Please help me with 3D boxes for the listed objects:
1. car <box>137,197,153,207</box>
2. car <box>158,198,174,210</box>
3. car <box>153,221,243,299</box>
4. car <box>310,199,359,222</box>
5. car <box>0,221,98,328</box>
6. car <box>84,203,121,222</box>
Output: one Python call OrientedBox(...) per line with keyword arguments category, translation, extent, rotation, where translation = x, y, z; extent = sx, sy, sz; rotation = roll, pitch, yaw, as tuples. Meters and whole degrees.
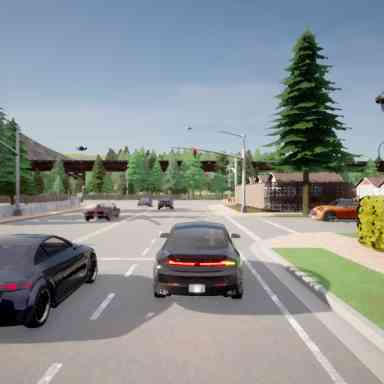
OrientedBox(category="car", translation=(-7.019, 1.526, 49.978), extent=(1.812, 1.442, 4.674), rotation=(0, 0, 0))
OrientedBox(category="car", translation=(-3.411, 1.505, 43.737), extent=(1.837, 1.490, 4.892), rotation=(0, 0, 0))
OrientedBox(category="car", translation=(0.193, 1.505, 8.465), extent=(1.837, 1.490, 4.892), rotation=(0, 0, 2))
OrientedBox(category="car", translation=(11.334, 1.313, 24.986), extent=(4.553, 1.767, 2.097), rotation=(0, 0, -1))
OrientedBox(category="car", translation=(-3.420, 1.564, 6.979), extent=(1.994, 1.385, 4.181), rotation=(0, 0, 0))
OrientedBox(category="car", translation=(-7.107, 1.601, 26.734), extent=(1.895, 1.301, 4.718), rotation=(0, 0, 0))
